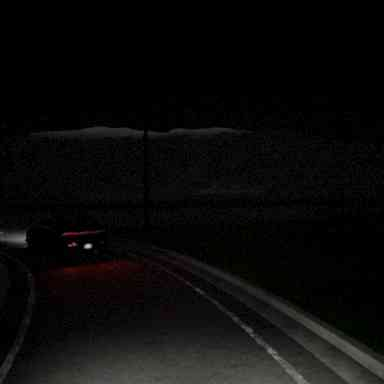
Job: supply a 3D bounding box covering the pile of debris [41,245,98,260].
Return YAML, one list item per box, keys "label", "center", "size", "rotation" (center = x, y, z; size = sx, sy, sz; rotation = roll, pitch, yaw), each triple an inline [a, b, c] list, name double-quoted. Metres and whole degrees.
- label: "pile of debris"
  center: [-4.654, 2.243, 12.555]
  size: [1.500, 0.140, 1.860]
  rotation: [-1, 0, -38]

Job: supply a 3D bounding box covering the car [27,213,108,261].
- label: "car"
  center: [-4.891, 1.562, 12.706]
  size: [2.128, 1.511, 4.902]
  rotation: [0, 0, -38]

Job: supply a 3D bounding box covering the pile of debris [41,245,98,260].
- label: "pile of debris"
  center: [-4.654, 2.243, 12.555]
  size: [1.500, 0.140, 1.860]
  rotation: [-1, 0, -38]

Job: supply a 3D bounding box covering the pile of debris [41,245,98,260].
- label: "pile of debris"
  center: [-4.654, 2.243, 12.555]
  size: [1.500, 0.140, 1.860]
  rotation: [-1, 0, -38]
